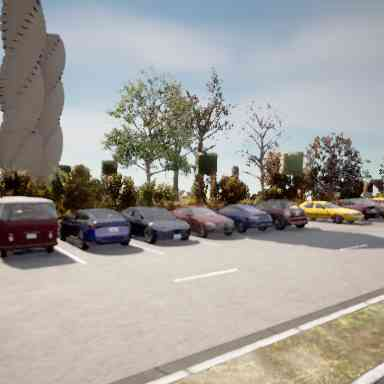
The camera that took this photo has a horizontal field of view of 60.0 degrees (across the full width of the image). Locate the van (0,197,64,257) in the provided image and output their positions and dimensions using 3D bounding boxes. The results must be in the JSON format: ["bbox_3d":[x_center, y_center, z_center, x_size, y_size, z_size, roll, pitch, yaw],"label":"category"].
[{"bbox_3d":[-6.554,1.204,12.754,1.878,1.987,4.442,0,0,-35],"label":"van"}]

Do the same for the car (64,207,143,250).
[{"bbox_3d":[-4.260,1.457,14.278,2.163,1.488,4.792,0,0,-35],"label":"car"}]

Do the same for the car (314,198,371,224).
[{"bbox_3d":[9.336,1.342,23.680,1.946,1.575,5.366,-1,0,-35],"label":"car"}]

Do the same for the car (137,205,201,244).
[{"bbox_3d":[-1.983,1.454,15.825,2.163,1.488,4.792,0,0,-35],"label":"car"}]

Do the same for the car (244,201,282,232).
[{"bbox_3d":[2.494,1.442,19.041,2.002,1.452,4.674,0,0,-35],"label":"car"}]

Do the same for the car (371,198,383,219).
[{"bbox_3d":[11.461,1.350,25.455,2.163,1.488,4.792,-1,0,-35],"label":"car"}]

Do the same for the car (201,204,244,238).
[{"bbox_3d":[0.247,1.454,17.449,2.002,1.452,4.674,0,0,-35],"label":"car"}]

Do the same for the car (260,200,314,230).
[{"bbox_3d":[4.760,1.263,20.617,2.185,1.767,4.553,0,0,-35],"label":"car"}]
